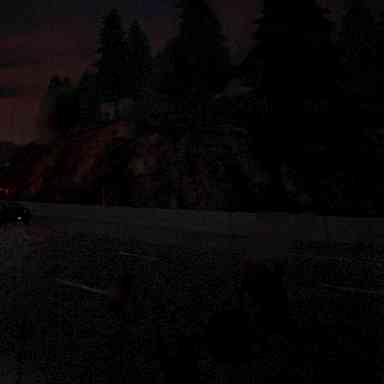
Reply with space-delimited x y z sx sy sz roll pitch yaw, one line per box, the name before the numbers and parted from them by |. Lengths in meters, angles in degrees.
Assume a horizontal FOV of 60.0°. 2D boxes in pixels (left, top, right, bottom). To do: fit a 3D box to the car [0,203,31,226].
car | -12.997 1.497 23.288 4.902 1.511 2.128 0 0 43
